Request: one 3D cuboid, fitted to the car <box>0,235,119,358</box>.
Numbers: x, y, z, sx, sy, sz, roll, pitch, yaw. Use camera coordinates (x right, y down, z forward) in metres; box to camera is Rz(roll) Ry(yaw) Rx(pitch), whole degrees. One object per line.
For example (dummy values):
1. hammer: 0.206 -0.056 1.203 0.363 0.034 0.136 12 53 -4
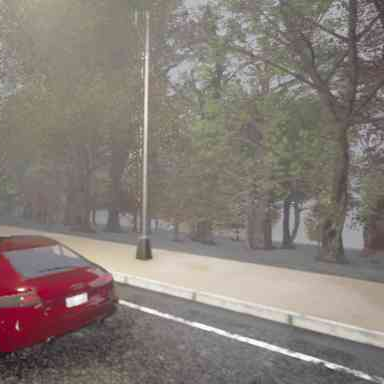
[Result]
1. car: -3.261 1.471 5.888 4.181 1.385 1.994 1 1 35
